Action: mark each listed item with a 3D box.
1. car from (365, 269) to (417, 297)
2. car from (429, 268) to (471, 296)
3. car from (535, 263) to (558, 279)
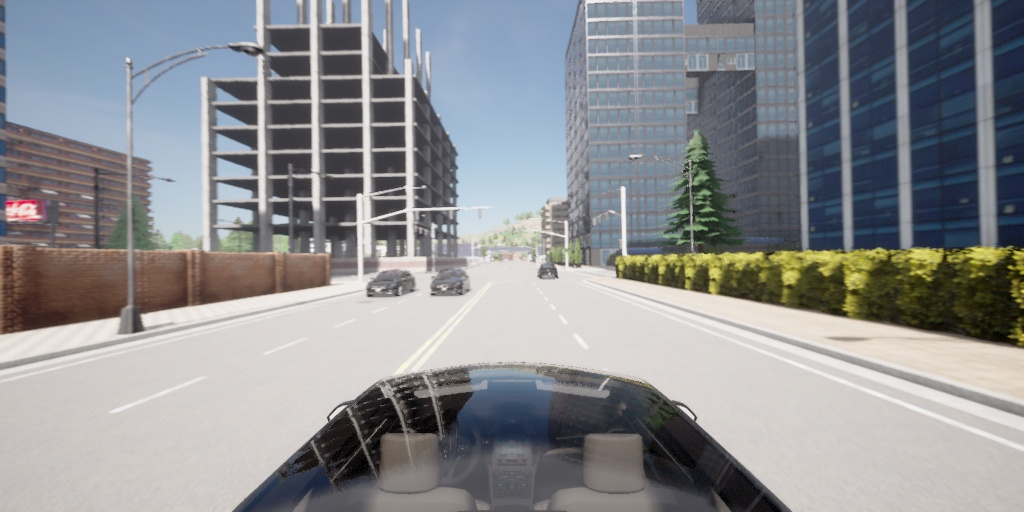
[{"bbox_3d":[-7.098,1.580,21.435,1.837,1.490,4.892,-1,0,0],"label":"car"},{"bbox_3d":[-3.598,1.520,21.423,1.837,1.490,4.892,-1,0,0],"label":"car"},{"bbox_3d":[3.541,1.458,36.506,1.837,1.490,4.892,-1,0,0],"label":"car"}]
